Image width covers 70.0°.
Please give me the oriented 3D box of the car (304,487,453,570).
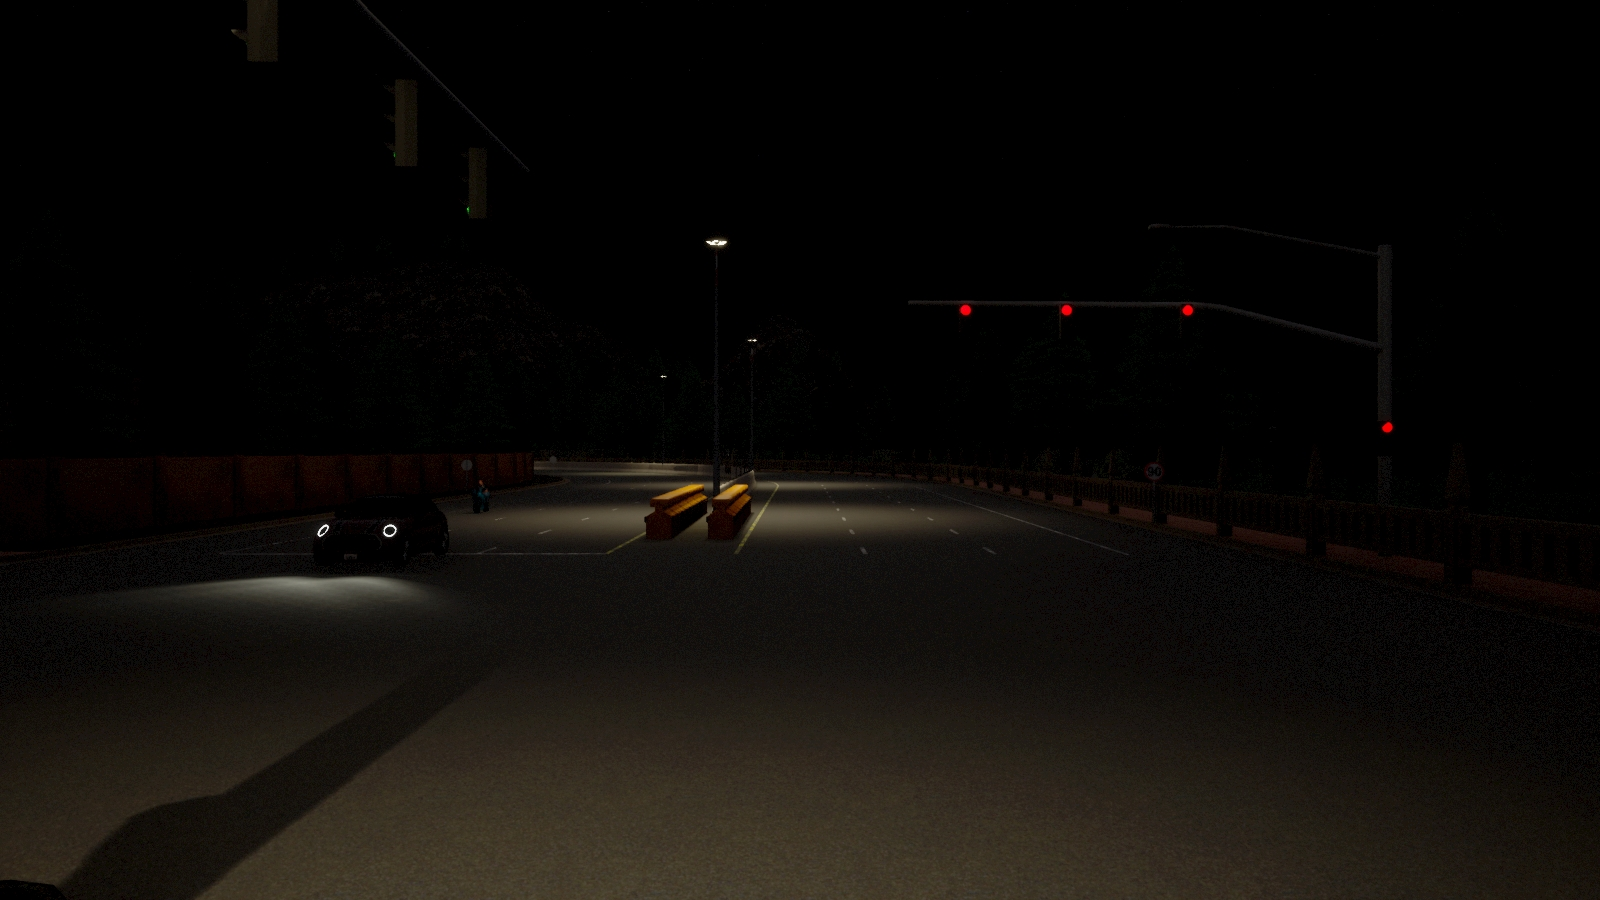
[{"bbox_3d":[-10.504,1.906,28.861,2.097,1.767,4.553,0,0,0],"label":"car"}]
